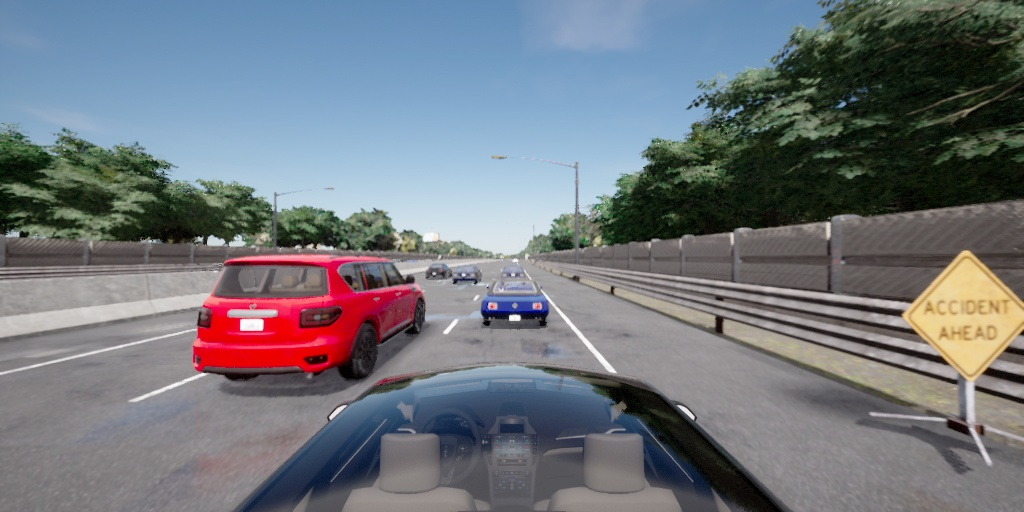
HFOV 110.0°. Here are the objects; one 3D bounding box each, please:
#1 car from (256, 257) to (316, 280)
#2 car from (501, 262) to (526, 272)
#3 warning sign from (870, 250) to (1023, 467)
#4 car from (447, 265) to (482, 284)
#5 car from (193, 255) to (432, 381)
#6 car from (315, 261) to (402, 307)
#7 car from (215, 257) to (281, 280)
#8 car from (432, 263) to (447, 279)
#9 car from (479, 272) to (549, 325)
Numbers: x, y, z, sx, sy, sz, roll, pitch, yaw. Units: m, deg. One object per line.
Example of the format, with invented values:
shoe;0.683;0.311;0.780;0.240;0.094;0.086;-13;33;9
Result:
car;-21.102;1.099;33.839;2.150;2.045;5.566;0;0;0
car;0.090;1.404;27.991;2.033;1.411;5.357;0;0;0
warning sign;4.549;0.874;3.584;1.300;1.860;1.060;0;0;0
car;-3.409;1.404;27.954;2.033;1.411;5.357;0;0;0
car;-3.427;0.999;7.414;2.150;2.045;5.566;0;0;0
car;-6.907;1.165;16.747;2.097;1.767;4.553;0;0;0
car;-24.600;1.098;33.781;2.150;2.045;5.566;0;0;0
car;-6.907;1.405;34.133;1.812;1.442;4.674;0;0;0
car;0.088;1.395;11.919;1.895;1.301;4.718;0;0;0
